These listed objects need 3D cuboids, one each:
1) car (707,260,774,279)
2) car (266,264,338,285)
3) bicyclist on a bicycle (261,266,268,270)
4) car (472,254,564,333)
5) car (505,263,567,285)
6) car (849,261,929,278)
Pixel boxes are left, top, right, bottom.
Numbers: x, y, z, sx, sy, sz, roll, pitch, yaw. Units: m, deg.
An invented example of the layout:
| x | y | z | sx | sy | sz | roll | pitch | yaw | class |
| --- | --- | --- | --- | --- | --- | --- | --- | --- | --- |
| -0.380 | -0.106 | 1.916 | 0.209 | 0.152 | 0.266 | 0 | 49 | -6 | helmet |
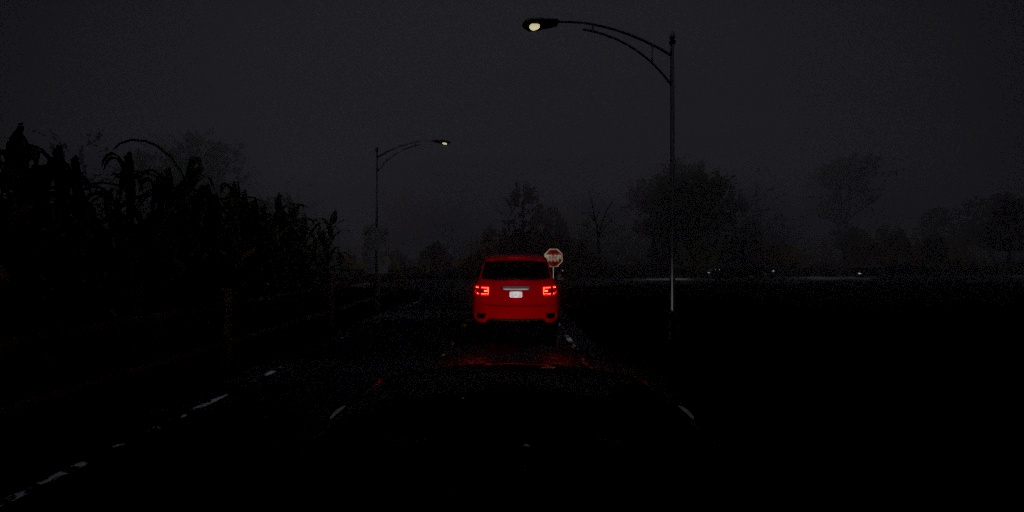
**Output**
| x | y | z | sx | sy | sz | roll | pitch | yaw | class |
| --- | --- | --- | --- | --- | --- | --- | --- | --- | --- |
| 18.387 | 1.068 | 28.979 | 4.902 | 1.511 | 2.128 | 0 | 0 | 1 | car |
| -15.456 | 1.339 | 26.419 | 5.008 | 1.535 | 1.882 | 0 | 0 | 1 | car |
| -22.471 | 1.345 | 32.472 | 0.582 | 1.620 | 1.656 | 0 | 0 | 1 | bicyclist on a bicycle |
| 0.095 | 0.970 | 10.833 | 2.150 | 2.045 | 5.566 | 0 | 0 | 0 | car |
| 1.826 | 1.285 | 26.406 | 4.181 | 1.385 | 1.994 | -1 | 0 | -33 | car |
| 30.197 | 1.075 | 28.838 | 4.718 | 1.301 | 1.895 | 0 | 0 | 1 | car |
